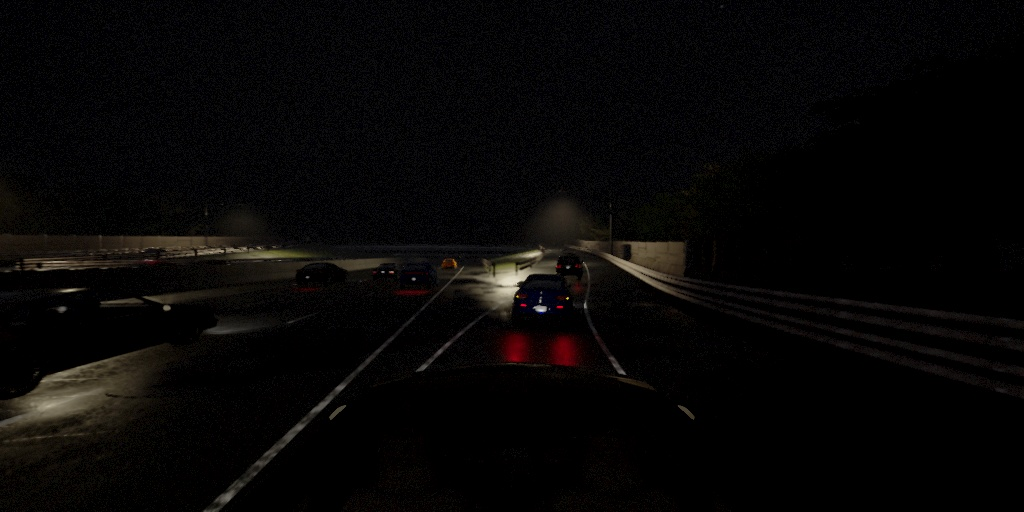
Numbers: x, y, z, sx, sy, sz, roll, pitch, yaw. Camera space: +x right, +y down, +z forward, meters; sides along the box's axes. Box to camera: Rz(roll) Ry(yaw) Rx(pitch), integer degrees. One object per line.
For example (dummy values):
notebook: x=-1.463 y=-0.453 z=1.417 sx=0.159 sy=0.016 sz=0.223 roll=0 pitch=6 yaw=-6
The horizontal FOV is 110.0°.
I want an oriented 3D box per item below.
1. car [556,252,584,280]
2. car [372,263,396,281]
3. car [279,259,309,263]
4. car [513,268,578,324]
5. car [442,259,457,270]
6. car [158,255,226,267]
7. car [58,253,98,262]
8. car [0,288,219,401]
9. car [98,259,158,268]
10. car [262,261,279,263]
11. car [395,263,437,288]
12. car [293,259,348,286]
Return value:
car: x=5.157 y=0.960 z=32.026 sx=2.150 sy=2.045 sz=5.566 roll=0 pitch=1 yaw=12
car: x=-10.218 y=1.297 z=30.162 sx=2.033 sy=1.411 sz=5.357 roll=0 pitch=0 yaw=-6
car: x=-25.888 y=1.130 z=43.855 sx=1.837 sy=1.490 sz=4.892 roll=0 pitch=0 yaw=-6
car: x=1.143 y=1.326 z=12.306 sx=1.812 sy=1.442 sz=4.674 roll=2 pitch=0 yaw=8
car: x=-9.118 y=1.154 z=52.499 sx=1.882 sy=1.535 sz=5.008 roll=0 pitch=0 yaw=-6
car: x=-24.263 y=1.028 z=27.949 sx=2.097 sy=1.767 sz=4.553 roll=0 pitch=0 yaw=-6
car: x=-49.905 y=0.346 z=40.861 sx=1.895 sy=1.301 sz=4.718 roll=1 pitch=2 yaw=-21
car: x=-7.842 y=1.267 z=6.191 sx=2.033 sy=1.411 sz=5.357 roll=0 pitch=0 yaw=-6
car: x=-27.717 y=1.136 z=27.317 sx=1.882 sy=1.535 sz=5.008 roll=0 pitch=0 yaw=-6
car: x=-29.334 y=1.210 z=43.175 sx=1.895 sy=1.301 sz=4.718 roll=0 pitch=0 yaw=-6
car: x=-6.198 y=1.237 z=24.192 sx=1.882 sy=1.535 sz=5.008 roll=0 pitch=0 yaw=-6
car: x=-13.239 y=1.204 z=25.245 sx=1.882 sy=1.535 sz=5.008 roll=0 pitch=0 yaw=-6
